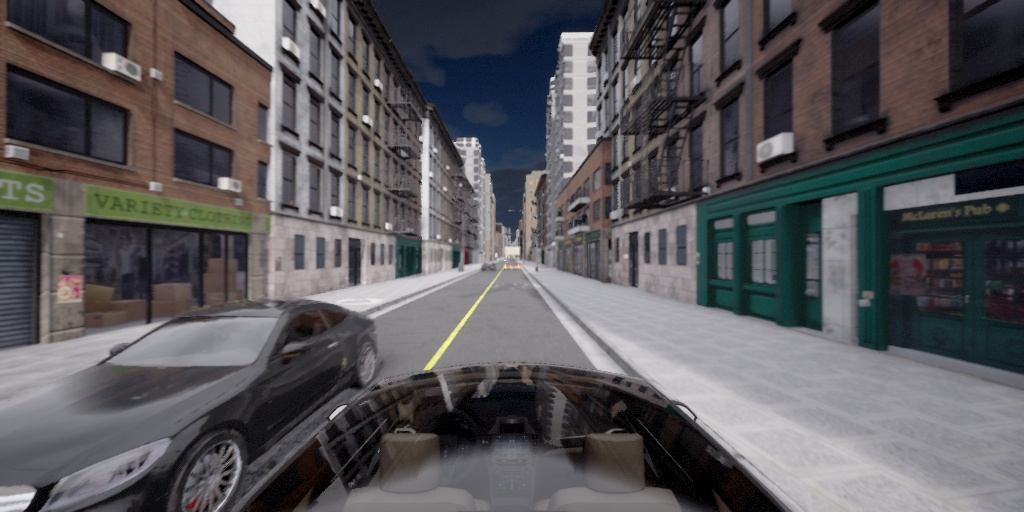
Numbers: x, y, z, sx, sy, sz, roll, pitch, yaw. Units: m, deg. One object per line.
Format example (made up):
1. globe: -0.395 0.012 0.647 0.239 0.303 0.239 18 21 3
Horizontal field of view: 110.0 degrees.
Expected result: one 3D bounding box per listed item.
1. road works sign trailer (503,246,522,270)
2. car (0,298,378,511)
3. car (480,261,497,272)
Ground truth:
1. road works sign trailer: 0.005 0.300 52.263 2.380 3.560 2.880 0 0 0
2. car: -3.100 1.283 4.201 1.812 1.442 4.674 0 0 0
3. car: -3.077 1.397 47.828 1.994 1.385 4.181 0 0 0
